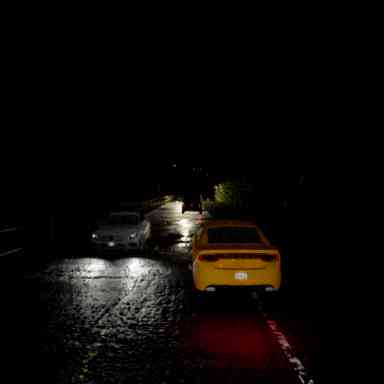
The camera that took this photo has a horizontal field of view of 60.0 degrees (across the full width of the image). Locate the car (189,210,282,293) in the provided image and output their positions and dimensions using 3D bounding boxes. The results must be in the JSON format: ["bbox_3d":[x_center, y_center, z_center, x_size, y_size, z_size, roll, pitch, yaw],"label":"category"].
[{"bbox_3d":[0.944,1.477,8.925,1.882,1.535,5.008,0,0,0],"label":"car"}]

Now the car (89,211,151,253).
[{"bbox_3d":[-2.779,1.525,13.797,1.812,1.442,4.674,0,0,0],"label":"car"}]

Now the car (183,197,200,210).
[{"bbox_3d":[-0.033,1.492,45.039,2.128,1.511,4.902,0,0,0],"label":"car"}]

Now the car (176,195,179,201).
[{"bbox_3d":[-2.928,1.514,83.490,1.837,1.490,4.892,0,0,0],"label":"car"}]

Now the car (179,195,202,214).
[{"bbox_3d":[-0.003,1.352,35.079,2.097,1.767,4.553,0,0,0],"label":"car"}]
